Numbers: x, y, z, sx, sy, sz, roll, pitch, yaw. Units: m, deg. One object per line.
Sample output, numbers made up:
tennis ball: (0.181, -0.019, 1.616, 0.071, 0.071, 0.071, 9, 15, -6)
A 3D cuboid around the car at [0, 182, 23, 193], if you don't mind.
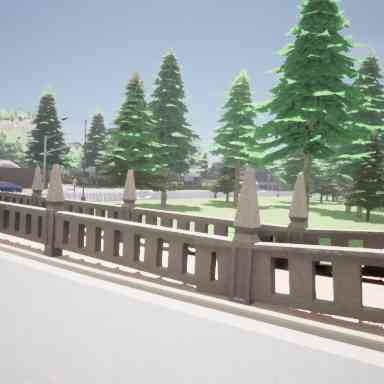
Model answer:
car: (-21.377, -0.404, 36.975, 1.812, 1.442, 4.674, 4, 3, 37)
